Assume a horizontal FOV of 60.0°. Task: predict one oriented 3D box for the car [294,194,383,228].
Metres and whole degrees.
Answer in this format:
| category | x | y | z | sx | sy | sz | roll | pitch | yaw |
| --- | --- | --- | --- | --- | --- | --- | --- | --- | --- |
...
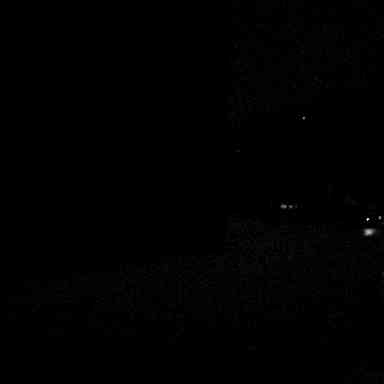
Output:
| category | x | y | z | sx | sy | sz | roll | pitch | yaw |
| --- | --- | --- | --- | --- | --- | --- | --- | --- | --- |
| car | 9.387 | 1.177 | 21.718 | 2.150 | 2.045 | 5.566 | 1 | -1 | -36 |
